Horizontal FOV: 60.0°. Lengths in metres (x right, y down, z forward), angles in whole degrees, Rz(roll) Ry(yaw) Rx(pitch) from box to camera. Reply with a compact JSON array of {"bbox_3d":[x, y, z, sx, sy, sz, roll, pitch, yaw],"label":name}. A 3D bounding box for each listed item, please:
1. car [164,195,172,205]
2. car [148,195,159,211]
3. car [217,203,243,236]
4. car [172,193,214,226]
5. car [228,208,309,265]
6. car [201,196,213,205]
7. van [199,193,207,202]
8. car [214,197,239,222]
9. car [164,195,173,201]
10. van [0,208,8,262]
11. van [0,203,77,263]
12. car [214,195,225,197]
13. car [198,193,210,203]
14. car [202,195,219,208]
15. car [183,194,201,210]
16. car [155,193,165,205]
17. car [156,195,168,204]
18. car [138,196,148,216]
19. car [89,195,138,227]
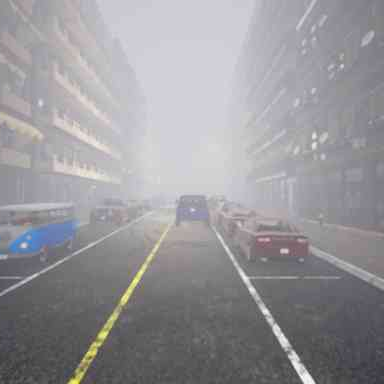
[{"bbox_3d":[-2.898,1.320,54.306,2.128,1.511,4.902,0,0,0],"label":"car"},{"bbox_3d":[-5.403,1.427,39.114,1.947,1.339,4.313,1,0,0],"label":"car"},{"bbox_3d":[2.540,1.473,16.952,1.887,1.381,4.507,1,0,0],"label":"car"},{"bbox_3d":[0.038,1.133,22.402,2.150,2.045,5.566,0,0,0],"label":"car"},{"bbox_3d":[2.555,1.494,11.422,1.887,1.381,4.507,1,0,0],"label":"car"},{"bbox_3d":[2.396,1.405,55.671,1.802,1.307,4.206,1,0,0],"label":"car"},{"bbox_3d":[2.354,1.148,72.265,1.690,1.788,3.998,1,0,0],"label":"van"},{"bbox_3d":[2.534,1.349,22.483,1.967,1.590,4.097,1,0,0],"label":"car"},{"bbox_3d":[-5.513,1.390,77.829,1.802,1.307,4.206,1,0,0],"label":"car"},{"bbox_3d":[-5.304,1.316,5.929,1.690,1.788,3.998,1,0,0],"label":"van"},{"bbox_3d":[-5.321,1.293,11.461,1.690,1.788,3.998,1,0,0],"label":"van"},{"bbox_3d":[2.464,1.188,33.544,2.192,1.841,5.009,1,0,0],"label":"car"},{"bbox_3d":[2.370,1.125,66.733,2.192,1.841,5.009,1,0,0],"label":"car"},{"bbox_3d":[2.430,1.285,44.608,1.967,1.590,4.097,1,0,0],"label":"car"},{"bbox_3d":[-0.015,1.205,41.271,2.097,1.767,4.553,0,0,0],"label":"car"},{"bbox_3d":[-5.444,1.141,55.703,2.192,1.841,5.009,1,0,0],"label":"car"},{"bbox_3d":[-5.466,1.364,61.235,1.887,1.381,4.507,1,0,0],"label":"car"},{"bbox_3d":[-5.366,1.208,28.051,2.192,1.841,5.009,1,0,0],"label":"car"},{"bbox_3d":[-5.351,1.227,22.521,2.192,1.841,5.009,1,0,0],"label":"car"}]
